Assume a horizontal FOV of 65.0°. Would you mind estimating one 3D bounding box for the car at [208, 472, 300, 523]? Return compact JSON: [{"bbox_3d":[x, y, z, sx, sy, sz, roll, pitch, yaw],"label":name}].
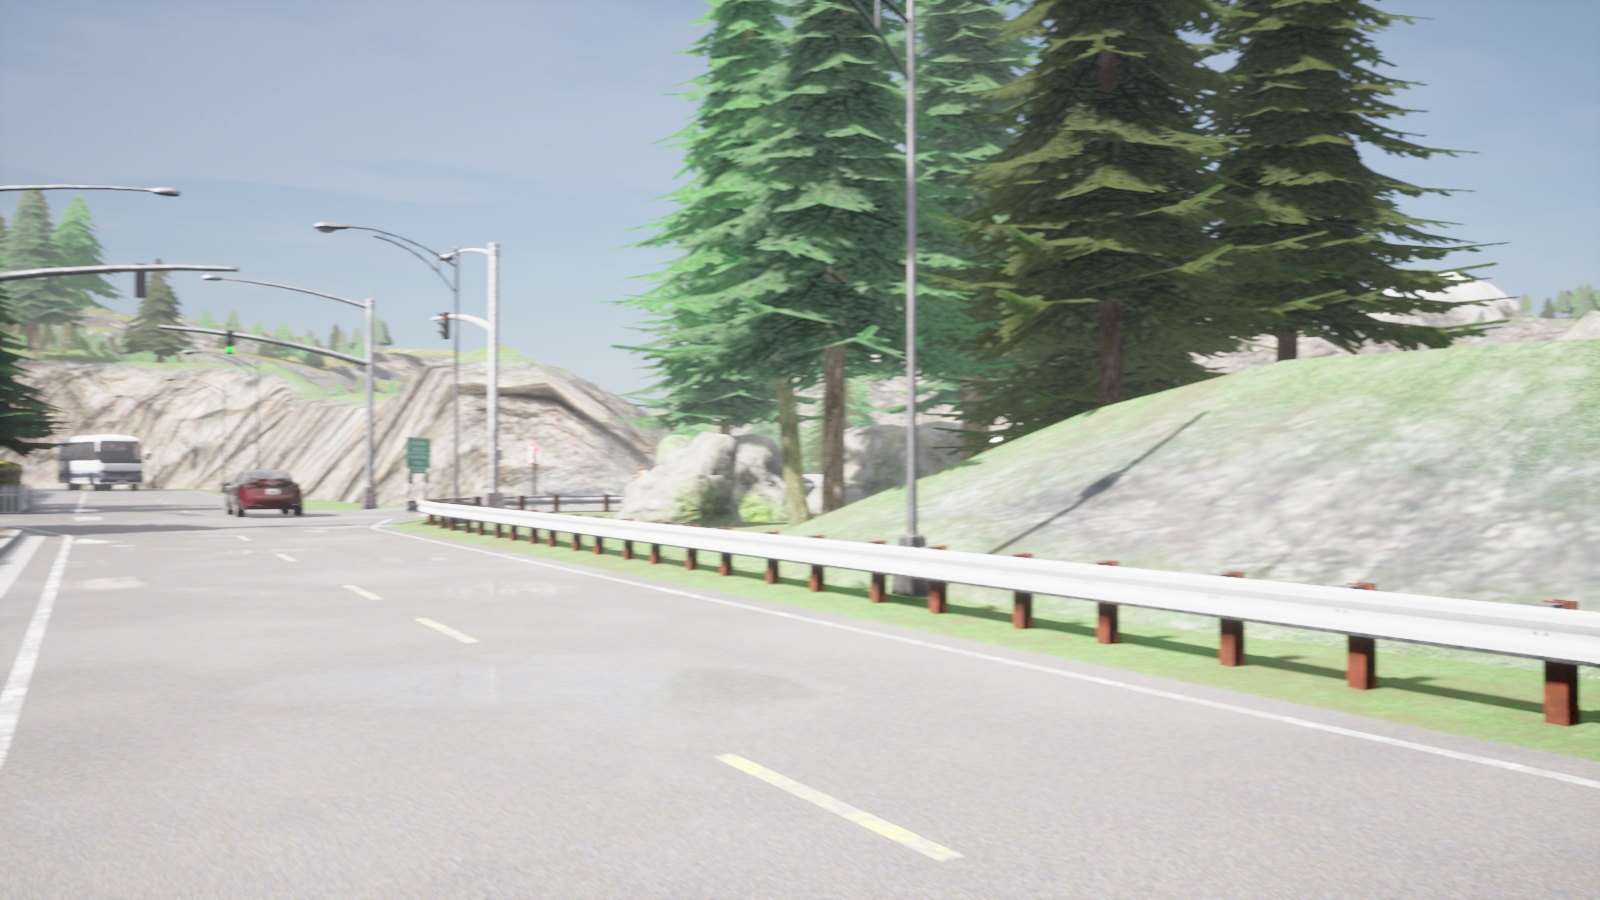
[{"bbox_3d":[-17.512,1.498,40.151,2.163,1.488,4.792,0,-1,-30],"label":"car"}]
